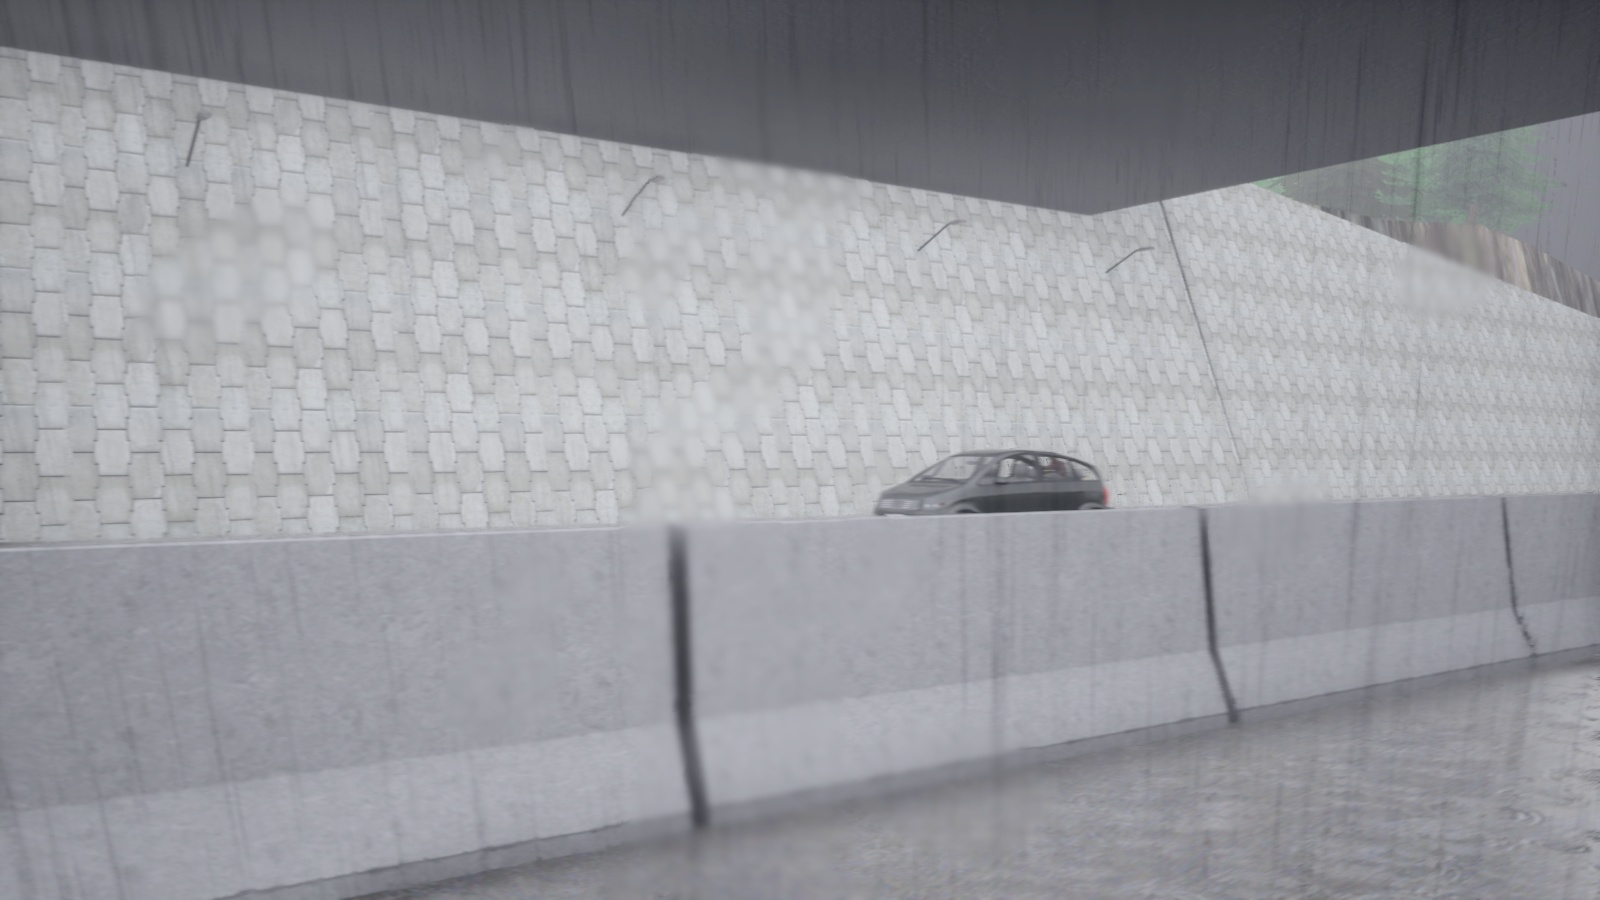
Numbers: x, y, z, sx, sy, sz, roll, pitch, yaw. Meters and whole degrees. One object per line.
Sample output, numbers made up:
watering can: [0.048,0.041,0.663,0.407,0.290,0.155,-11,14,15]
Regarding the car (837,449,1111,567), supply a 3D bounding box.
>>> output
car: [2.561,0.763,18.238,3.705,1.549,1.789,0,0,-35]
